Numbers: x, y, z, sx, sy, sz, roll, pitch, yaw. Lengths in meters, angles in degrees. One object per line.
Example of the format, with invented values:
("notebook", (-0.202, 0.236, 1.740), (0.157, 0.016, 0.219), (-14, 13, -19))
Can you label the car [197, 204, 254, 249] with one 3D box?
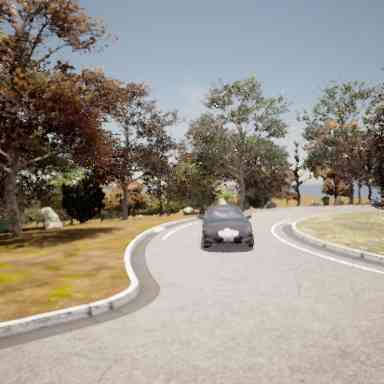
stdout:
("car", (1.307, 1.288, 13.629), (2.128, 1.511, 4.902), (-1, 1, 2))

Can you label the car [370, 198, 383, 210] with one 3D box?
("car", (18.536, 0.802, 29.833), (4.674, 1.442, 1.812), (-1, 0, 7))
